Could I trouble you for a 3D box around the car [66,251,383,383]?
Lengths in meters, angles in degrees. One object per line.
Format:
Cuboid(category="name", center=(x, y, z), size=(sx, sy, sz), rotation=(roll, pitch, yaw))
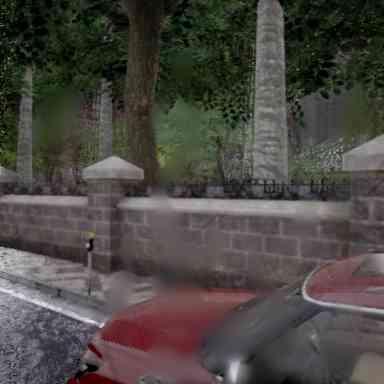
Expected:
Cuboid(category="car", center=(1.407, 1.315, 1.959), size=(5.009, 1.841, 2.192), rotation=(0, 0, 35))
